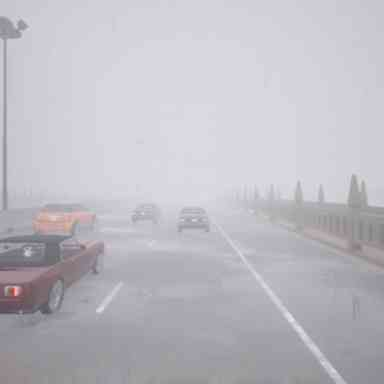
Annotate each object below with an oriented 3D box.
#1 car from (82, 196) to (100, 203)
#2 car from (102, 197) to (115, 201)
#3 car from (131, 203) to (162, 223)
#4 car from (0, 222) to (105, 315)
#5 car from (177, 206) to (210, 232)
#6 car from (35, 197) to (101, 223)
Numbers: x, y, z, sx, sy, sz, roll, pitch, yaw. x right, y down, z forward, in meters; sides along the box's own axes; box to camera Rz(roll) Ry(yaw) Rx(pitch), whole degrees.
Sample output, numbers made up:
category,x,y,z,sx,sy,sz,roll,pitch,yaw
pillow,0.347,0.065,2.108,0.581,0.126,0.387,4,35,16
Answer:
category,x,y,z,sx,sy,sz,roll,pitch,yaw
car,-21.032,1.549,69.398,2.033,1.411,5.357,0,0,0
car,-14.068,1.532,56.738,1.812,1.442,4.674,0,0,1
car,-3.411,1.549,25.619,2.033,1.411,5.357,0,0,0
car,-3.406,1.602,7.510,1.895,1.301,4.718,0,0,0
car,0.092,1.548,20.030,2.033,1.411,5.357,0,0,0
car,-6.909,1.355,18.668,2.097,1.767,4.553,0,0,0
